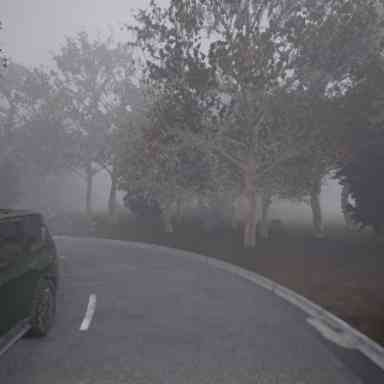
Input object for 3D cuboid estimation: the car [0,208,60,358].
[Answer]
[{"bbox_3d":[-3.275,1.268,3.741,2.150,2.045,5.566,1,-1,-4],"label":"car"}]
